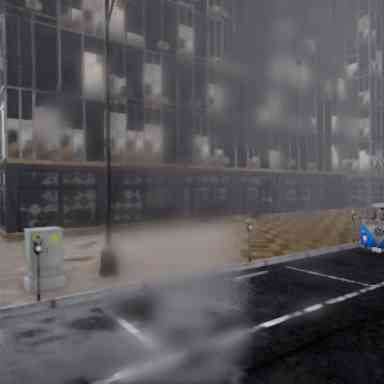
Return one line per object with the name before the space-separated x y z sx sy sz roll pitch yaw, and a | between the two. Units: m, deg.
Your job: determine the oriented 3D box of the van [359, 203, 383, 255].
van | 7.340 1.226 11.339 3.998 1.788 1.690 -1 0 -35
